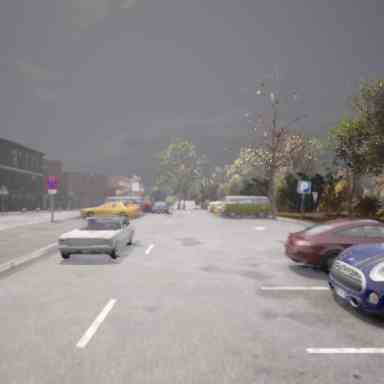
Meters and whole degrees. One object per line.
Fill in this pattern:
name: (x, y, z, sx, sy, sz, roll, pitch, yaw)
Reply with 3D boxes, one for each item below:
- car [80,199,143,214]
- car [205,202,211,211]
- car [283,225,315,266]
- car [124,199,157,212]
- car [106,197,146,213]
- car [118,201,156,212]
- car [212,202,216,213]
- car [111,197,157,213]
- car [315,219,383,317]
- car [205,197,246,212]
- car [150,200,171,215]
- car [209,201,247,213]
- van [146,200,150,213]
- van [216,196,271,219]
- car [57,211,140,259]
car: (-7.571, 1.639, 30.922, 5.366, 1.575, 1.946, 0, -1, -1)
car: (4.759, 1.601, 41.560, 5.566, 2.045, 2.435, 0, -2, -1)
car: (5.041, 1.509, 9.591, 4.674, 1.452, 2.002, 0, 0, 0)
car: (-7.551, 1.965, 49.019, 4.553, 1.767, 2.185, 0, -2, -1)
car: (-7.382, 1.567, 33.843, 4.553, 1.767, 2.185, 0, -1, -1)
car: (-7.536, 1.998, 45.981, 5.008, 1.535, 2.097, 0, -2, -1)
car: (5.047, 1.662, 33.180, 5.366, 1.575, 1.946, 0, -1, 0)
car: (-7.473, 1.659, 43.073, 5.566, 2.045, 2.435, 0, -1, -1)
car: (5.115, 1.341, 6.422, 4.553, 1.767, 2.185, 0, 0, 0)
car: (4.686, 1.762, 47.020, 5.566, 2.045, 2.435, 0, -2, -1)
car: (-3.615, 1.837, 38.586, 1.812, 1.442, 4.674, 0, -1, 0)
car: (4.744, 1.934, 44.345, 4.892, 1.521, 2.231, 0, -2, -1)
van: (-7.324, 1.532, 36.883, 4.442, 1.987, 1.878, 0, -1, -1)
van: (4.770, 1.391, 30.388, 4.442, 1.987, 1.878, 0, -1, -1)
car: (-3.400, 1.602, 12.683, 1.895, 1.301, 4.718, 0, 0, 0)
